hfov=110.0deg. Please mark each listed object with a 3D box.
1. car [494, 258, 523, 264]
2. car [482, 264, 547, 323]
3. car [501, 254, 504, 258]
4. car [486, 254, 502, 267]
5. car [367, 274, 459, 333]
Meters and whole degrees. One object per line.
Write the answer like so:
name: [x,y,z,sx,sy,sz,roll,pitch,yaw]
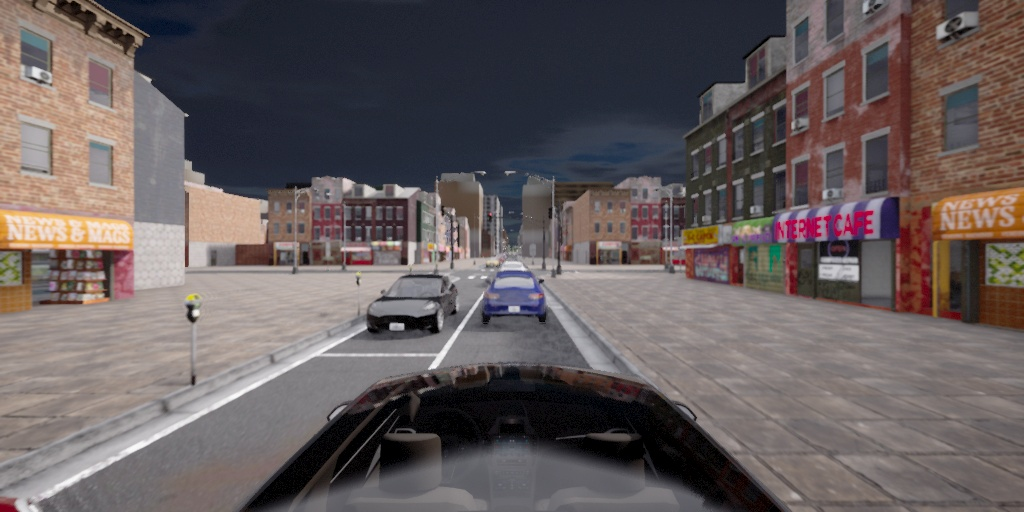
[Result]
car: [0.037,1.046,22.172,1.812,1.442,4.674,0,1,0]
car: [0.081,1.163,11.499,1.812,1.442,4.674,0,1,1]
car: [-2.587,0.748,53.744,1.888,1.381,4.507,0,0,0]
car: [-2.593,0.781,47.969,1.751,1.417,4.829,0,0,0]
car: [-2.630,1.216,10.372,1.948,1.339,4.313,0,0,0]
